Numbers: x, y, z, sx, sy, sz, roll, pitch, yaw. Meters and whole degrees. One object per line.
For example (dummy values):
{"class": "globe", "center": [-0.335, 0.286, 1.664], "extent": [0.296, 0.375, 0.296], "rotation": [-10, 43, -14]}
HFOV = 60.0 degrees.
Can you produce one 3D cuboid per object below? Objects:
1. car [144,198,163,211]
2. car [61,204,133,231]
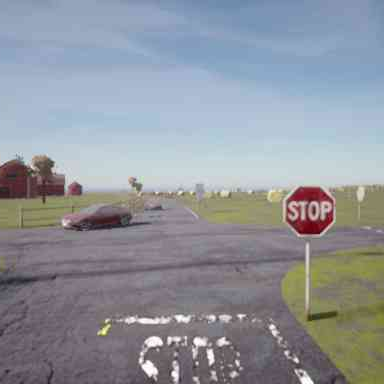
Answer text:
{"class": "car", "center": [-4.434, 1.396, 38.873], "extent": [1.812, 1.442, 4.674], "rotation": [0, 0, -5]}
{"class": "car", "center": [-5.809, 1.512, 20.846], "extent": [1.812, 1.442, 4.674], "rotation": [2, 3, 39]}
